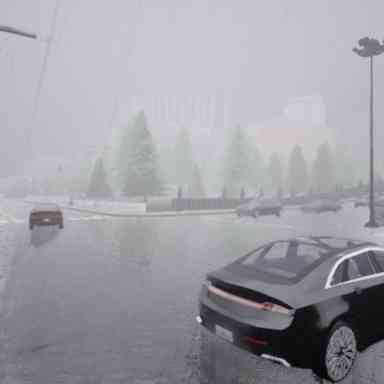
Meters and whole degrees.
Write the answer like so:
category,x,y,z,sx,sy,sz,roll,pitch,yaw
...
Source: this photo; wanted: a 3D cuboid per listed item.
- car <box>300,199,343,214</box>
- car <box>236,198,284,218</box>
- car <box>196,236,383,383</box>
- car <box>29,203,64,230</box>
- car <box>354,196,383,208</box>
category,x,y,z,sx,sy,sz,roll,pitch,yaw
car,13.763,1.504,35.209,5.357,1.411,2.033,-1,1,-35
car,6.094,1.349,29.800,4.553,1.767,2.097,0,0,-35
car,2.358,1.491,5.428,4.902,1.511,2.128,0,0,-36
car,-9.418,1.477,21.598,1.882,1.535,5.008,0,0,-23
car,21.710,1.158,40.831,4.181,1.385,1.994,-4,2,-35
